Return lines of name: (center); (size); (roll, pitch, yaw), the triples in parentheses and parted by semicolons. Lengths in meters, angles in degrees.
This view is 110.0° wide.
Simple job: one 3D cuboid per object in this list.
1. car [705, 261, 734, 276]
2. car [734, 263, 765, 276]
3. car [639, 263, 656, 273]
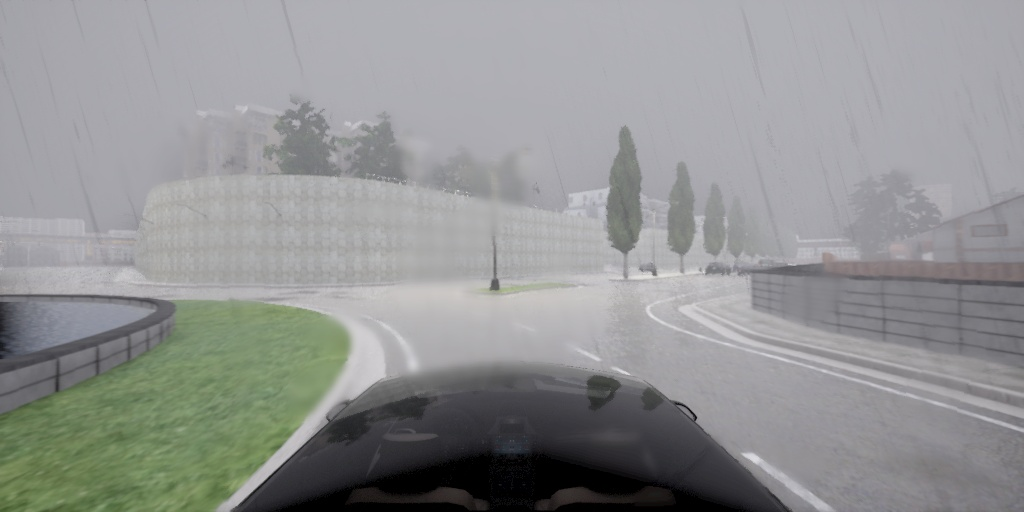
car: (26.617, 1.582, 46.203); (2.097, 1.767, 4.553); (-1, -1, 43)
car: (28.836, 1.789, 43.454); (1.895, 1.301, 4.718); (-1, -1, 43)
car: (22.299, 1.870, 58.864); (2.128, 1.511, 4.902); (0, 1, 32)
